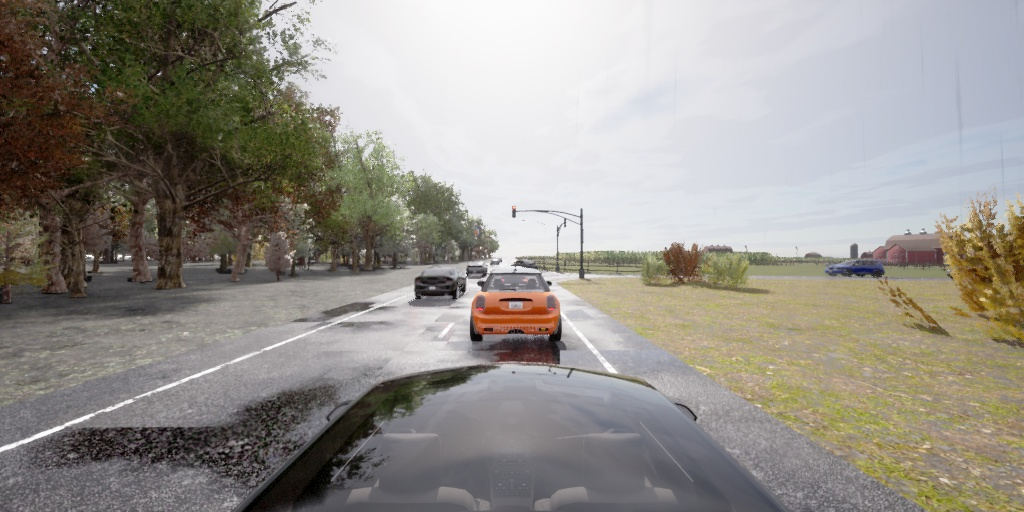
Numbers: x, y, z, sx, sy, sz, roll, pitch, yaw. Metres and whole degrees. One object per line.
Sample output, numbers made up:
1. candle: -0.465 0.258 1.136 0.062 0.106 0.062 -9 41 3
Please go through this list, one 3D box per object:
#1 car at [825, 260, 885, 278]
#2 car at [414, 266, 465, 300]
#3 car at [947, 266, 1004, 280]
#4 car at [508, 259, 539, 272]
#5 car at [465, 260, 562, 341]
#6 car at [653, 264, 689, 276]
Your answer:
1. car: 39.494 1.460 41.313 5.566 2.045 2.150 1 -1 0
2. car: -3.444 1.231 17.941 1.882 1.535 5.008 0 0 0
3. car: 48.883 1.772 37.669 4.902 1.511 2.128 1 -1 1
4. car: 1.483 1.256 48.307 1.837 1.490 4.892 -3 1 -31
5. car: 0.079 1.104 9.993 2.097 1.767 4.553 0 0 0
6. car: 18.104 1.569 41.359 4.181 1.385 1.994 1 -1 0
